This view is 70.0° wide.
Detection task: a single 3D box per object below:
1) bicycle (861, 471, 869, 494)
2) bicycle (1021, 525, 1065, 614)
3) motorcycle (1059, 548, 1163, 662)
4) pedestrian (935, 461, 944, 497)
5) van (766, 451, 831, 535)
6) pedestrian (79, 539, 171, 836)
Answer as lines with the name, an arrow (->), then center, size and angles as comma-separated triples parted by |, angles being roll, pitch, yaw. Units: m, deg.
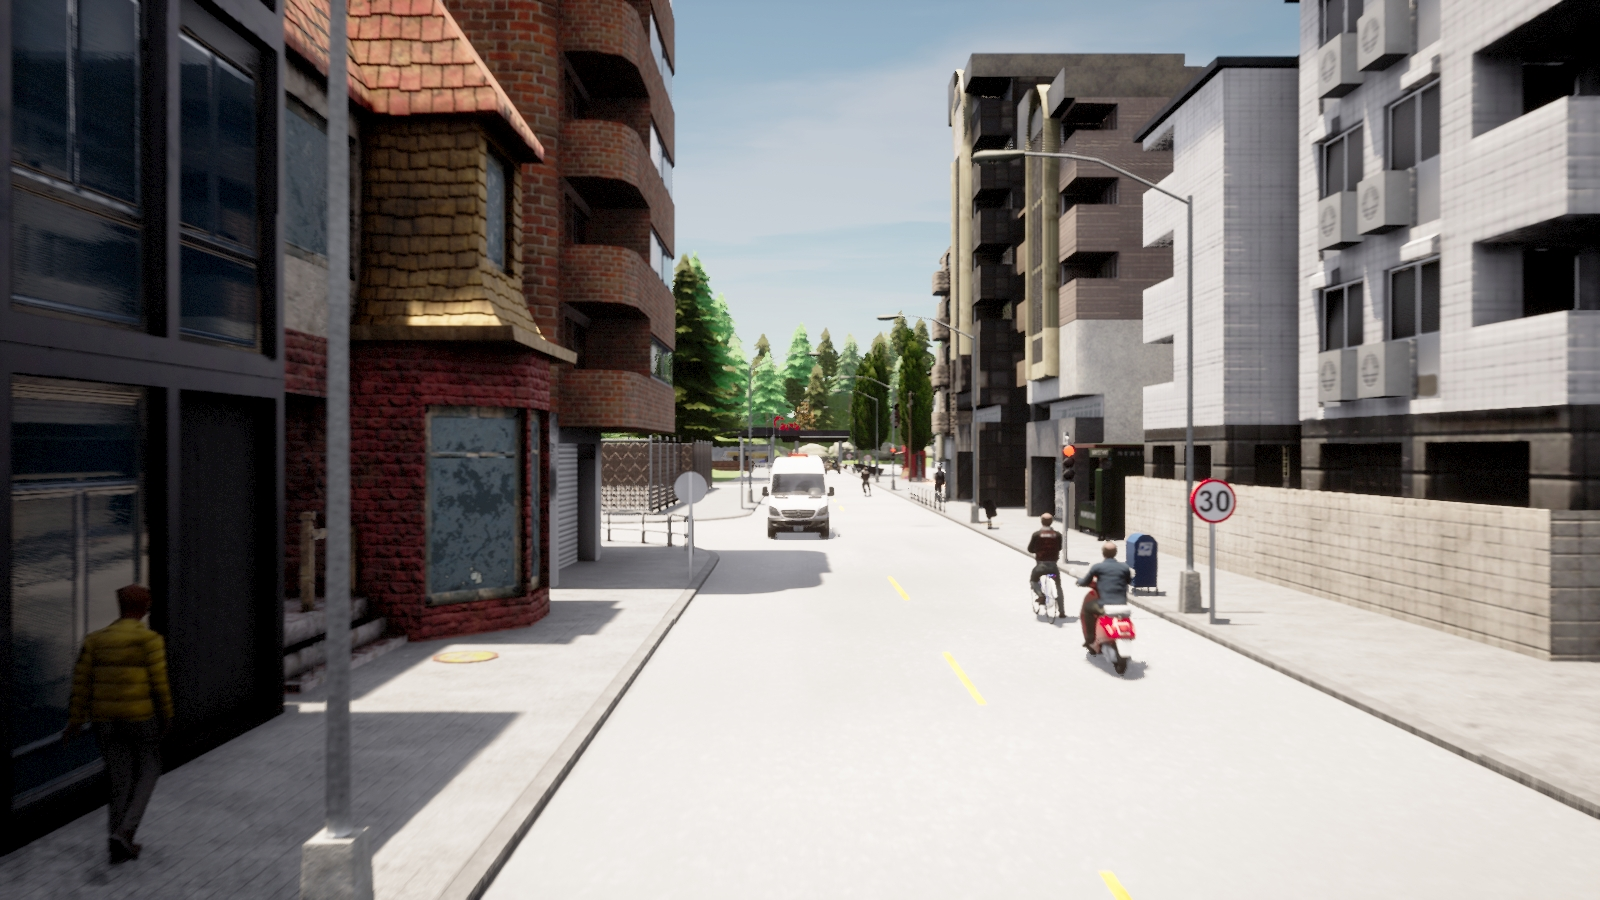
bicycle -> 3.900, 1.940, 68.578 | 0.329, 1.271, 1.835 | 0, 0, 0
bicycle -> 3.996, 1.940, 18.864 | 0.329, 1.271, 1.835 | 0, 0, 0
motorcycle -> 3.993, 1.962, 14.818 | 0.856, 1.236, 1.805 | 0, 0, 0
pedestrian -> 7.239, 1.523, 59.283 | 0.375, 1.860, 0.375 | 0, 0, -11
van -> -0.062, 1.314, 37.965 | 1.988, 2.561, 5.915 | 0, 0, 0
pedestrian -> -4.402, 1.523, 7.460 | 0.375, 1.860, 0.375 | 0, 0, 2
